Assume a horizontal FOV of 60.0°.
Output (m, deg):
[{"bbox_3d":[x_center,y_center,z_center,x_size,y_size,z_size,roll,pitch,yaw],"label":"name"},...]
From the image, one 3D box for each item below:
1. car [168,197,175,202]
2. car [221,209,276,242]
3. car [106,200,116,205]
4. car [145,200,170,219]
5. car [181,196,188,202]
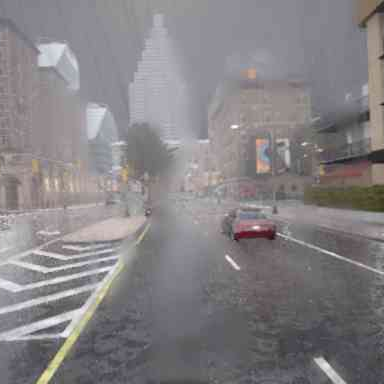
[{"bbox_3d":[-5.496,1.889,88.796,1.895,1.301,4.718,-2,0,-4],"label":"car"},{"bbox_3d":[2.630,1.509,16.278,1.994,1.385,4.181,-2,0,-4],"label":"car"},{"bbox_3d":[-19.771,2.503,81.101,1.895,1.301,4.718,-2,0,-4],"label":"car"},{"bbox_3d":[-3.204,1.784,31.514,1.895,1.301,4.718,-4,-1,-1],"label":"car"},{"bbox_3d":[-2.006,1.760,89.019,1.895,1.301,4.718,-2,0,-4],"label":"car"}]
